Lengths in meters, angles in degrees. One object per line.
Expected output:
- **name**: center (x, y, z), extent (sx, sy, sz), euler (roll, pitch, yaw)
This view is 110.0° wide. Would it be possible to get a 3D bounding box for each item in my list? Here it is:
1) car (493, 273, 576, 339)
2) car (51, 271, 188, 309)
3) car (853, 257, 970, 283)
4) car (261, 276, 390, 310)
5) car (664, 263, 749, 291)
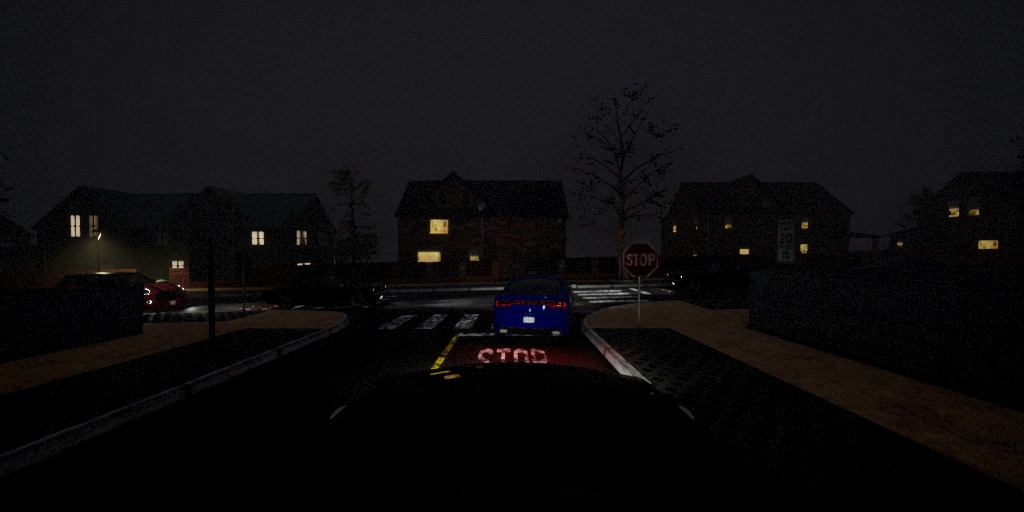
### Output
- **car**: center (0.786, 1.226, 10.175), extent (1.882, 1.535, 5.008), euler (0, 0, 10)
- **car**: center (-16.800, 1.472, 15.374), extent (4.553, 1.767, 2.097), euler (-1, 1, 0)
- **car**: center (20.055, 0.753, 18.347), extent (5.357, 1.411, 2.033), euler (-1, 1, 0)
- **car**: center (-7.812, 1.506, 15.382), extent (4.718, 1.301, 1.895), euler (-1, 1, 0)
- **car**: center (10.410, 1.034, 18.311), extent (4.718, 1.301, 1.895), euler (-1, 1, -1)
